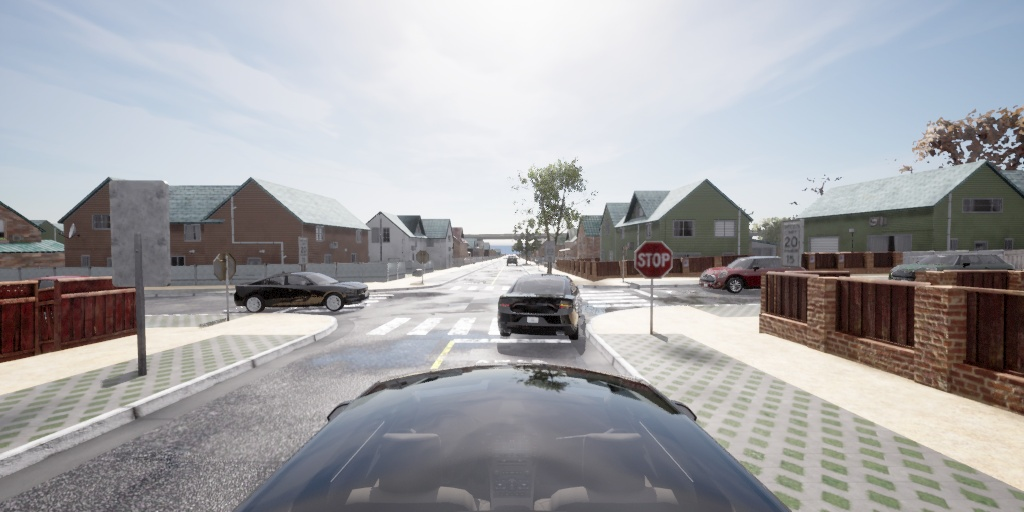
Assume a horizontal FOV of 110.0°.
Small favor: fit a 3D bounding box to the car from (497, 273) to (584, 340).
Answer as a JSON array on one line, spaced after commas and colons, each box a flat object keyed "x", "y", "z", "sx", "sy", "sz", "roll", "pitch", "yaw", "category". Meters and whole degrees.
[{"x": 0.961, "y": 1.224, "z": 10.125, "sx": 1.882, "sy": 1.535, "sz": 5.008, "roll": 0, "pitch": 0, "yaw": 12, "category": "car"}]

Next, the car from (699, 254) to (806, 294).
[{"x": 11.813, "y": 0.820, "z": 17.730, "sx": 4.553, "sy": 1.767, "sz": 2.097, "roll": -1, "pitch": 2, "yaw": 0, "category": "car"}]

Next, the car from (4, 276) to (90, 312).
[{"x": -18.016, "y": 1.547, "z": 14.596, "sx": 5.008, "sy": 1.535, "sz": 1.882, "roll": -1, "pitch": 2, "yaw": 0, "category": "car"}]

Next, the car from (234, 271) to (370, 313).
[{"x": -8.463, "y": 1.377, "z": 14.655, "sx": 5.008, "sy": 1.535, "sz": 1.882, "roll": -1, "pitch": 2, "yaw": 0, "category": "car"}]

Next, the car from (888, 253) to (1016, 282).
[{"x": 21.708, "y": 0.646, "z": 17.797, "sx": 4.553, "sy": 1.767, "sz": 2.097, "roll": -1, "pitch": 2, "yaw": 0, "category": "car"}]
